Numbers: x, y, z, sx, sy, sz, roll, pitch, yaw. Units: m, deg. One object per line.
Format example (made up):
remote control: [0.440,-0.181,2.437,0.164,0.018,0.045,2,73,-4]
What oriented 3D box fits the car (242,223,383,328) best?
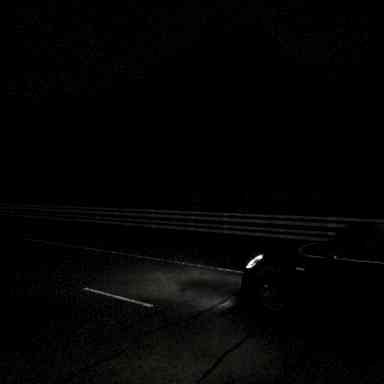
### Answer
car: [3.202,1.352,5.984,4.553,1.767,2.097,0,0,35]
